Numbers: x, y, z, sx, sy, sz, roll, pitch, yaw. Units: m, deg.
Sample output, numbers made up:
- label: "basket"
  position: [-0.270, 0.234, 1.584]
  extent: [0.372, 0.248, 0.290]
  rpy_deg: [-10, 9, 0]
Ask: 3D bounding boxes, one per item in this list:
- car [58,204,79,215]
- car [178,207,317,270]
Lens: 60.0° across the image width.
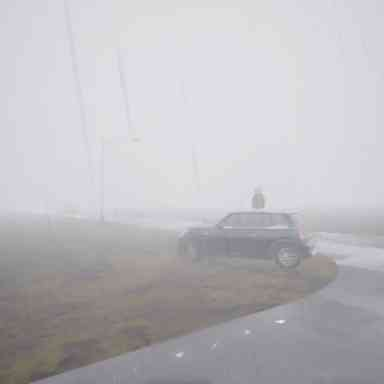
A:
- label: "car"
  position: [-18.608, 2.523, 50.089]
  extent: [2.097, 1.767, 4.553]
  rpy_deg: [1, -2, -36]
- label: "car"
  position: [1.768, 1.405, 11.294]
  extent: [4.553, 1.767, 2.097]
  rpy_deg: [-1, -2, 26]
